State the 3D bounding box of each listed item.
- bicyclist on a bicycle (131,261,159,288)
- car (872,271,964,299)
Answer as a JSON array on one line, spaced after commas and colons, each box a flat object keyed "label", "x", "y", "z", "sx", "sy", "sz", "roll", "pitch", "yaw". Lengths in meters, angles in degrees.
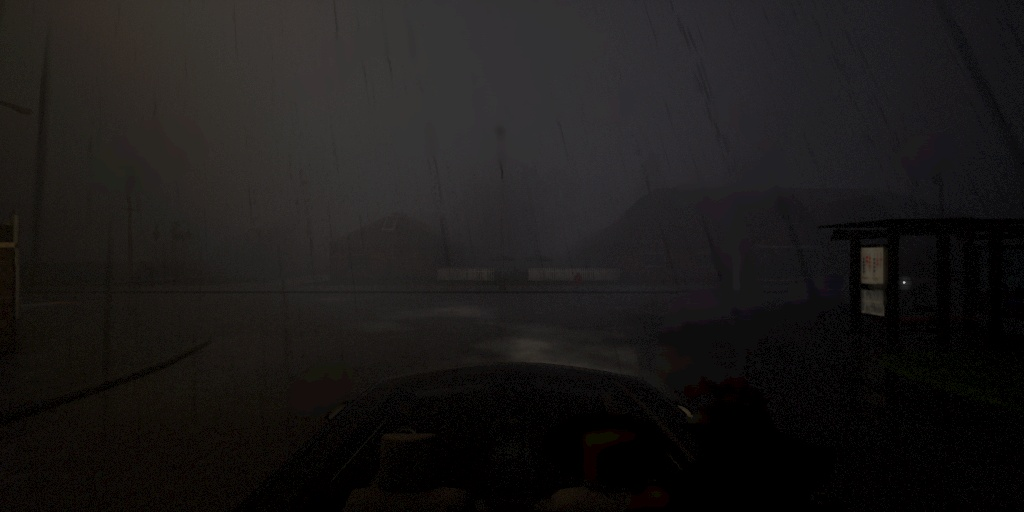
[{"label": "bicyclist on a bicycle", "x": -22.108, "y": 1.104, "z": 21.606, "sx": 0.582, "sy": 1.620, "sz": 1.656, "roll": 0, "pitch": 0, "yaw": 0}, {"label": "car", "x": 20.335, "y": 1.355, "z": 17.302, "sx": 4.718, "sy": 1.301, "sz": 1.895, "roll": 0, "pitch": 0, "yaw": 0}]
